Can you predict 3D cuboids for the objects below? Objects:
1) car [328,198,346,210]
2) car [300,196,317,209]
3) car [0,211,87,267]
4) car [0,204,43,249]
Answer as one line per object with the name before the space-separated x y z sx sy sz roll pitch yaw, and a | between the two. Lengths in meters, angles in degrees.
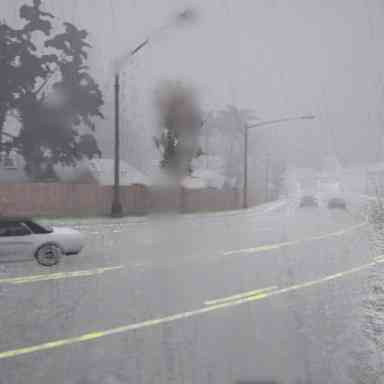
car | 19.059 1.479 43.790 1.882 1.535 5.008 1 0 19
car | 16.080 1.302 45.872 2.097 1.767 4.553 1 0 19
car | -5.430 1.332 8.967 4.718 1.301 1.895 1 1 -32
car | -8.144 1.173 11.341 5.357 1.411 2.033 1 1 -30
